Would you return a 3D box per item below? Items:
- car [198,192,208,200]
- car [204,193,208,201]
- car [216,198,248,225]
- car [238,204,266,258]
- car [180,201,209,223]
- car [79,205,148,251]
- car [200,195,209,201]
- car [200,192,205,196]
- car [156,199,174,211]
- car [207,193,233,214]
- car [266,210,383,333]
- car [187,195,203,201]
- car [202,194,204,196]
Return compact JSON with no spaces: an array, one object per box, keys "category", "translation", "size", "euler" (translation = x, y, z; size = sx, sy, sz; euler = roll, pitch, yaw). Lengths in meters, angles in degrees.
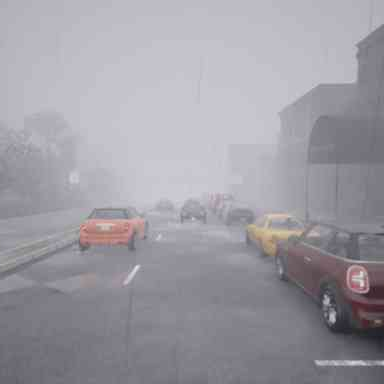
[{"category":"car","translation":[3.133,1.160,95.416],"size":[2.435,2.045,5.566],"euler":[0,0,0]},{"category":"car","translation":[3.187,1.322,45.757],"size":[2.185,1.767,4.553],"euler":[0,0,0]},{"category":"car","translation":[3.209,1.464,23.557],"size":[2.231,1.521,4.892],"euler":[0,0,0]},{"category":"car","translation":[3.222,1.468,12.699],"size":[1.946,1.575,5.366],"euler":[0,0,0]},{"category":"car","translation":[0.082,1.583,25.611],"size":[1.895,1.301,4.718],"euler":[0,0,0]},{"category":"car","translation":[-3.158,1.342,14.229],"size":[2.097,1.767,4.553],"euler":[0,0,0]},{"category":"car","translation":[3.150,1.449,84.370],"size":[2.163,1.488,4.792],"euler":[0,0,0]},{"category":"car","translation":[3.164,1.180,67.792],"size":[2.435,2.045,5.566],"euler":[0,0,0]},{"category":"car","translation":[-3.182,1.535,40.025],"size":[1.994,1.385,4.181],"euler":[0,0,0]},{"category":"car","translation":[3.198,1.204,34.767],"size":[2.435,2.045,5.566],"euler":[0,0,0]},{"category":"car","translation":[3.225,1.350,6.956],"size":[2.185,1.767,4.553],"euler":[0,0,0]},{"category":"car","translation":[0.066,1.474,41.540],"size":[1.837,1.490,4.892],"euler":[0,0,0]},{"category":"car","translation":[3.229,1.439,58.371],"size":[2.231,1.521,4.892],"euler":[0,0,1]}]
